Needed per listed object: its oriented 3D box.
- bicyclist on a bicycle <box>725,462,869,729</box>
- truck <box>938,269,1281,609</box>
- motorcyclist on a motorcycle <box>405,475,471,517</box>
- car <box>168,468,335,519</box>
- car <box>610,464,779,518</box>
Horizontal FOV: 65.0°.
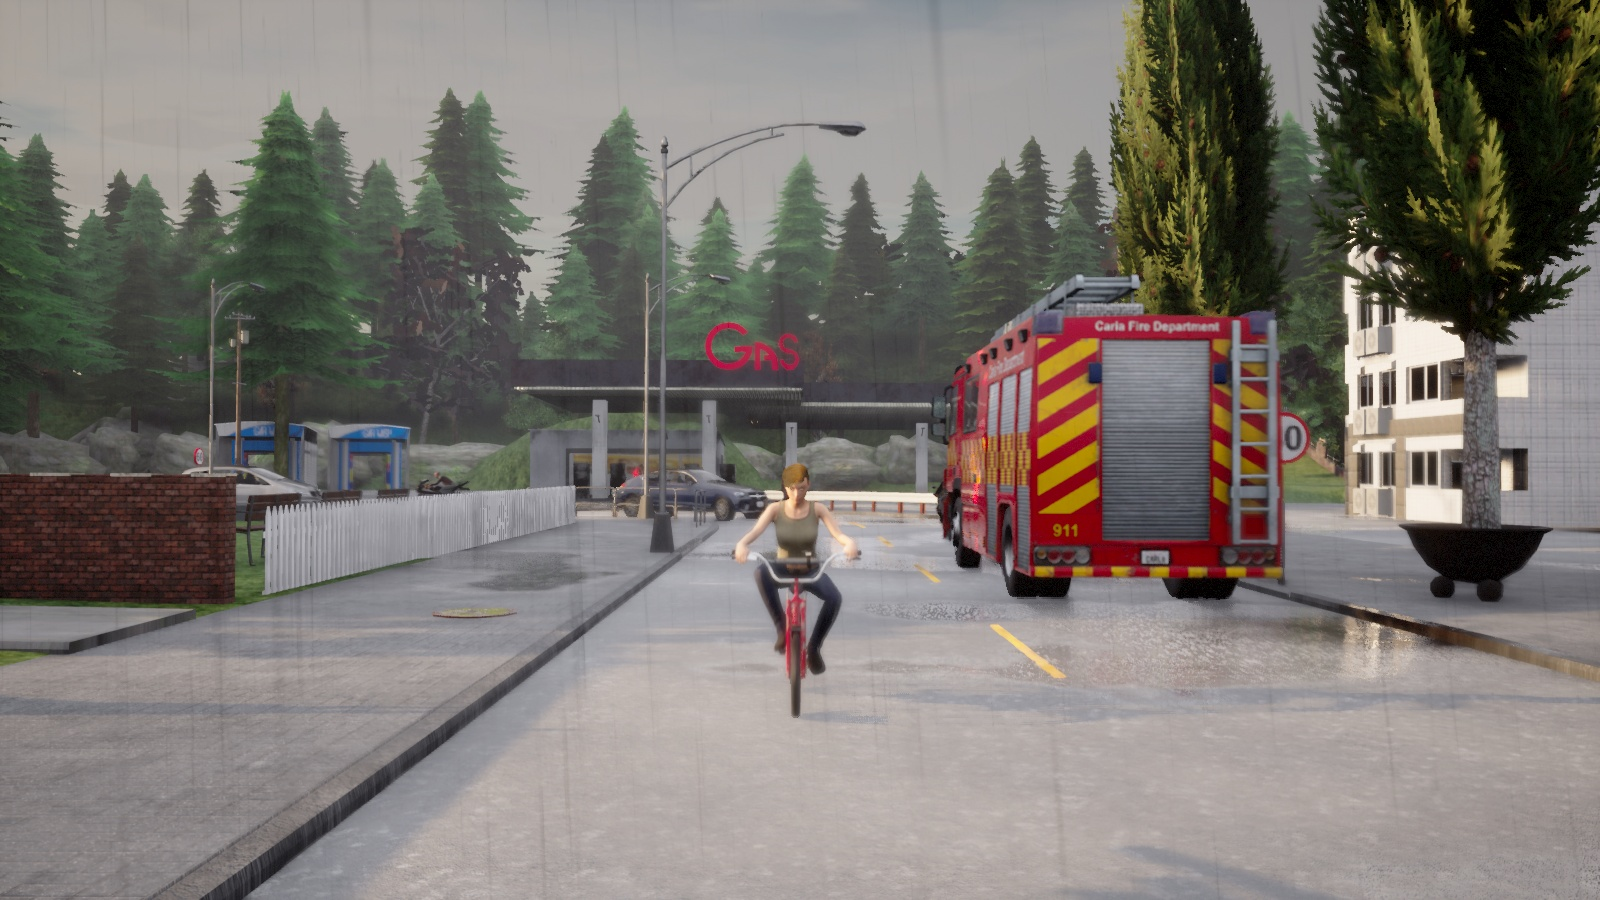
[{"bbox_3d":[-0.015,0.891,8.366,0.866,1.612,1.509,0,-1,0],"label":"bicyclist on a bicycle"},{"bbox_3d":[3.952,-0.057,18.412,2.891,3.827,8.468,0,-1,0],"label":"truck"},{"bbox_3d":[-13.281,1.675,46.093,2.191,1.530,0.866,0,-1,-1],"label":"motorcyclist on a motorcycle"},{"bbox_3d":[-18.291,1.436,42.040,4.611,1.667,2.242,0,-1,0],"label":"car"},{"bbox_3d":[-3.391,1.282,40.218,5.027,1.651,2.152,-1,-1,28],"label":"car"}]
